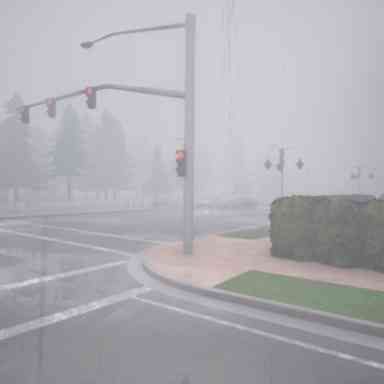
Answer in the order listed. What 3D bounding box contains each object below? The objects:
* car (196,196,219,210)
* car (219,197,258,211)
[{"bbox_3d":[2.353,1.247,38.648,1.812,1.442,4.674,1,1,39],"label":"car"},{"bbox_3d":[5.606,1.262,37.113,2.128,1.511,4.902,1,1,39],"label":"car"}]
